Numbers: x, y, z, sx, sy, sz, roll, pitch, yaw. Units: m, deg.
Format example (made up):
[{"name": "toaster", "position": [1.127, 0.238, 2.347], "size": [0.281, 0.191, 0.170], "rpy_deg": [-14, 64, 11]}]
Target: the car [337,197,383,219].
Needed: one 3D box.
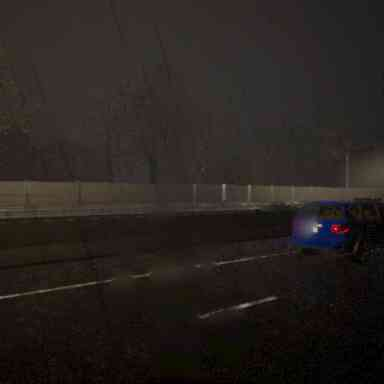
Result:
[{"name": "car", "position": [16.850, 1.489, 32.769], "size": [5.566, 2.045, 2.150], "rpy_deg": [1, -1, -35]}]

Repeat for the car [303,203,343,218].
[{"name": "car", "position": [13.773, 1.857, 34.909], "size": [4.181, 1.385, 1.994], "rpy_deg": [0, -1, -35]}]

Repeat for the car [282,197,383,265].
[{"name": "car", "position": [6.130, 1.320, 12.322], "size": [5.566, 2.045, 2.150], "rpy_deg": [0, -1, -35]}]

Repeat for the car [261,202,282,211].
[{"name": "car", "position": [9.569, 1.808, 36.263], "size": [4.902, 1.511, 2.128], "rpy_deg": [0, -1, -35]}]
